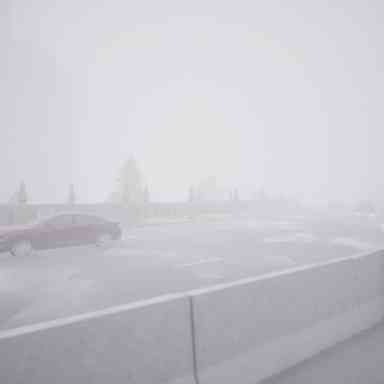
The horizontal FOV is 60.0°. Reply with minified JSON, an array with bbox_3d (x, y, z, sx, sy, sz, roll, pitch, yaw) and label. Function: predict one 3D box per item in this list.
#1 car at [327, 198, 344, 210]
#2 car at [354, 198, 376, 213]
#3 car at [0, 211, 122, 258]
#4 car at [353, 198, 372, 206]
[{"bbox_3d":[20.810,1.596,48.302,2.097,1.767,4.553,-1,-1,22],"label":"car"},{"bbox_3d":[20.674,1.648,39.640,1.882,1.535,5.008,0,0,27],"label":"car"},{"bbox_3d":[-5.291,1.539,13.363,5.008,1.535,1.882,0,0,-39],"label":"car"},{"bbox_3d":[32.695,1.820,63.941,1.812,1.442,4.674,-1,0,10],"label":"car"}]
